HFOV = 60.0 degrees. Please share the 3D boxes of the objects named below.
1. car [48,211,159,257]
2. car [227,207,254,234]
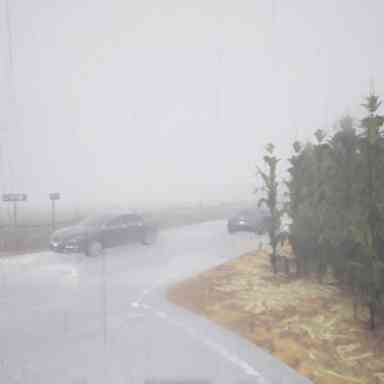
[{"bbox_3d":[-3.365,1.578,13.535,1.837,1.490,4.892,-1,0,35],"label":"car"},{"bbox_3d":[3.537,1.490,18.427,1.994,1.385,4.181,-1,0,31],"label":"car"}]
